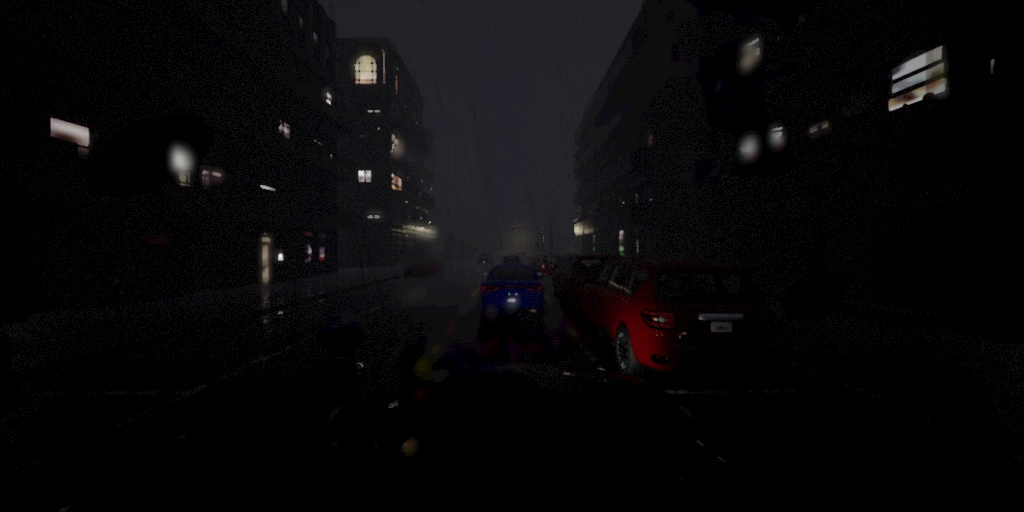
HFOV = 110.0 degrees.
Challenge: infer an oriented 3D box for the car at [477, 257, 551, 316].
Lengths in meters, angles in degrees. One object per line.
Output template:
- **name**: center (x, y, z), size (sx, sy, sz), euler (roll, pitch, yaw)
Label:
- **car**: center (0.024, 0.976, 12.071), size (1.882, 1.535, 5.008), euler (0, 2, 0)

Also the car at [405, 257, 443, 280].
- **car**: center (-5.792, 0.759, 23.955), size (1.888, 1.381, 4.507), euler (0, 0, 0)

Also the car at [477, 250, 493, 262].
- **car**: center (-3.265, 0.280, 44.664), size (2.033, 1.411, 5.357), euler (0, 1, 0)

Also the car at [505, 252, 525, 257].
- **car**: center (-0.049, 0.620, 30.667), size (1.994, 1.385, 4.181), euler (0, 1, 0)

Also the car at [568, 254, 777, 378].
- **car**: center (2.668, 0.936, 7.006), size (2.192, 1.841, 5.009), euler (0, 0, 0)

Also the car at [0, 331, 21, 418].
- **car**: center (-5.685, 1.074, 1.305), size (2.192, 1.841, 5.009), euler (0, 0, 0)

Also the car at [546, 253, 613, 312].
- **car**: center (2.641, 0.799, 12.670), size (2.192, 1.841, 5.009), euler (0, 0, 0)

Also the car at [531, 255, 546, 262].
- **car**: center (2.588, 0.654, 23.994), size (1.967, 1.591, 4.097), euler (0, 0, 0)
